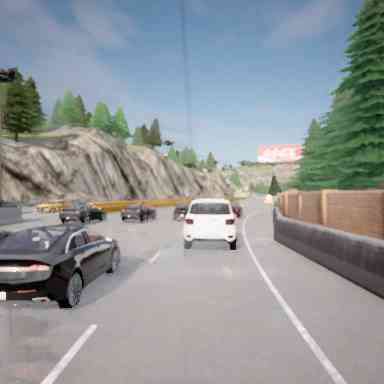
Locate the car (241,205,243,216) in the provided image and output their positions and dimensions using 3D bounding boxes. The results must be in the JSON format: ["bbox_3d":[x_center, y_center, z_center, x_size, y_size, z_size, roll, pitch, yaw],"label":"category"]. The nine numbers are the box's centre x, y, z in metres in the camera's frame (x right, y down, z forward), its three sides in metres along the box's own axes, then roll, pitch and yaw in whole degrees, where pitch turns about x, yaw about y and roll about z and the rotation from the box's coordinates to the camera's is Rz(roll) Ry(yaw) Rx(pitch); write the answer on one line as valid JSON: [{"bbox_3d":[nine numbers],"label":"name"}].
[{"bbox_3d":[4.031,1.715,33.542,1.882,1.535,5.008,0,0,13],"label":"car"}]

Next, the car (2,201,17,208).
[{"bbox_3d":[-20.844,1.673,35.288,1.837,1.490,4.892,0,-1,12],"label":"car"}]

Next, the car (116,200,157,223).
[{"bbox_3d":[-4.334,1.662,27.663,2.128,1.511,4.902,0,0,10],"label":"car"}]

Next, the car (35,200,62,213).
[{"bbox_3d":[-16.327,1.686,39.431,1.882,1.535,5.008,0,-1,14],"label":"car"}]

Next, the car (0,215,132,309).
[{"bbox_3d":[-3.124,1.535,7.970,2.128,1.511,4.902,0,0,3],"label":"car"}]

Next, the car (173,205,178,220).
[{"bbox_3d":[-0.357,1.703,29.834,1.837,1.490,4.892,0,0,11],"label":"car"}]

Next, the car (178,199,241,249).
[{"bbox_3d":[0.927,1.327,15.317,2.150,2.045,5.566,0,0,6],"label":"car"}]

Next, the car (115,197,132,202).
[{"bbox_3d":[-14.468,1.860,70.004,1.882,1.535,5.008,0,0,17],"label":"car"}]

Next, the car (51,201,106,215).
[{"bbox_3d":[-8.259,1.635,25.547,2.128,1.511,4.902,0,0,9],"label":"car"}]
